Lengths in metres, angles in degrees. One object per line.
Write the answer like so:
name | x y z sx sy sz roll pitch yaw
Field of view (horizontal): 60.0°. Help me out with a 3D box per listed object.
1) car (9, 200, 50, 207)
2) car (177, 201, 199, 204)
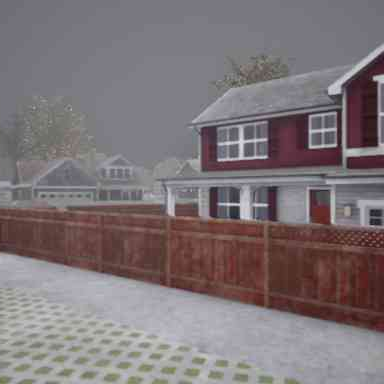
car | -12.535 1.422 24.393 4.553 1.767 2.097 0 0 -37
car | -0.743 1.644 32.952 4.892 1.490 1.837 0 0 -35
